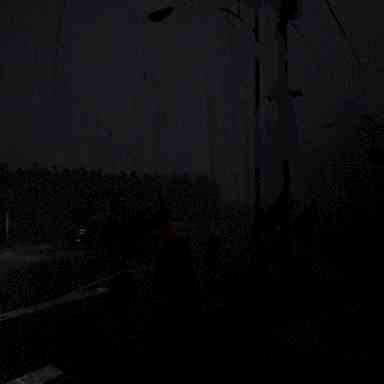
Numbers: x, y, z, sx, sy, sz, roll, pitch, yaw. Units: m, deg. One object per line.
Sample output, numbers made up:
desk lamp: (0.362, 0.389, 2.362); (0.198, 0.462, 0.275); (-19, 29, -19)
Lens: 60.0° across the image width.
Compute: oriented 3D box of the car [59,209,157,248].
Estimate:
car: (-3.848, 1.598, 15.969); (1.882, 1.535, 5.008); (-1, 0, 37)
